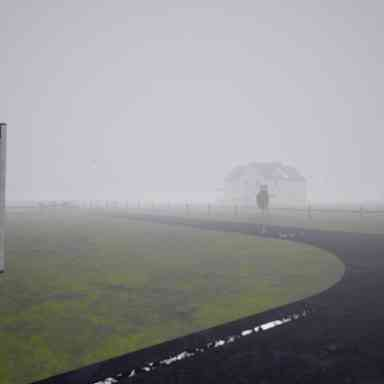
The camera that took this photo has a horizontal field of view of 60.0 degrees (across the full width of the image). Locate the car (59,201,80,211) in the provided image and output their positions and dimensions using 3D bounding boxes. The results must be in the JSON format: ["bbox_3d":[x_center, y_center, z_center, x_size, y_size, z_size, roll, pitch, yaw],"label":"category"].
[{"bbox_3d":[-18.522,2.071,50.163,2.033,1.411,5.357,1,-1,-36],"label":"car"}]

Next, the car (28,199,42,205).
[{"bbox_3d":[-38.424,2.611,82.040,1.994,1.385,4.181,1,-2,-36],"label":"car"}]
